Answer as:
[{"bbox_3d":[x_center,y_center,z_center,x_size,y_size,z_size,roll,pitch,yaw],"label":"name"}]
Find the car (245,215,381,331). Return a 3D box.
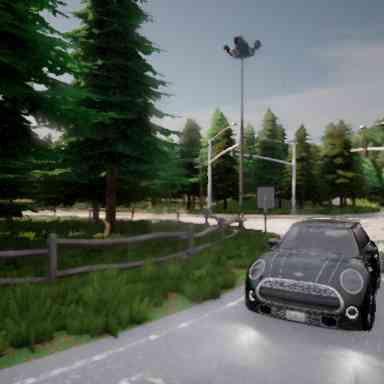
[{"bbox_3d":[2.869,1.444,7.308,2.097,1.767,4.553,0,-1,32],"label":"car"}]

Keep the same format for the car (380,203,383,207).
[{"bbox_3d":[39.884,2.485,66.665,1.895,1.301,4.718,0,-1,-5],"label":"car"}]
